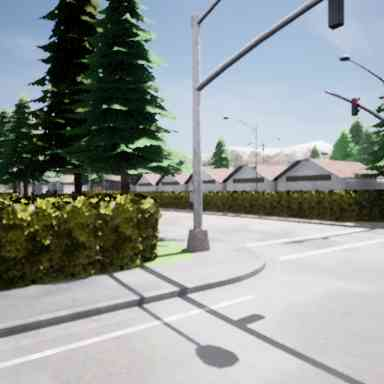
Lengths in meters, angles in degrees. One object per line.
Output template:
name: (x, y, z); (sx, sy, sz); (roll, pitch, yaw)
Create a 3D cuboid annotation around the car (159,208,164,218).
car: (-4.032, 1.382, 26.176); (1.812, 1.442, 4.674); (-1, 1, -36)
